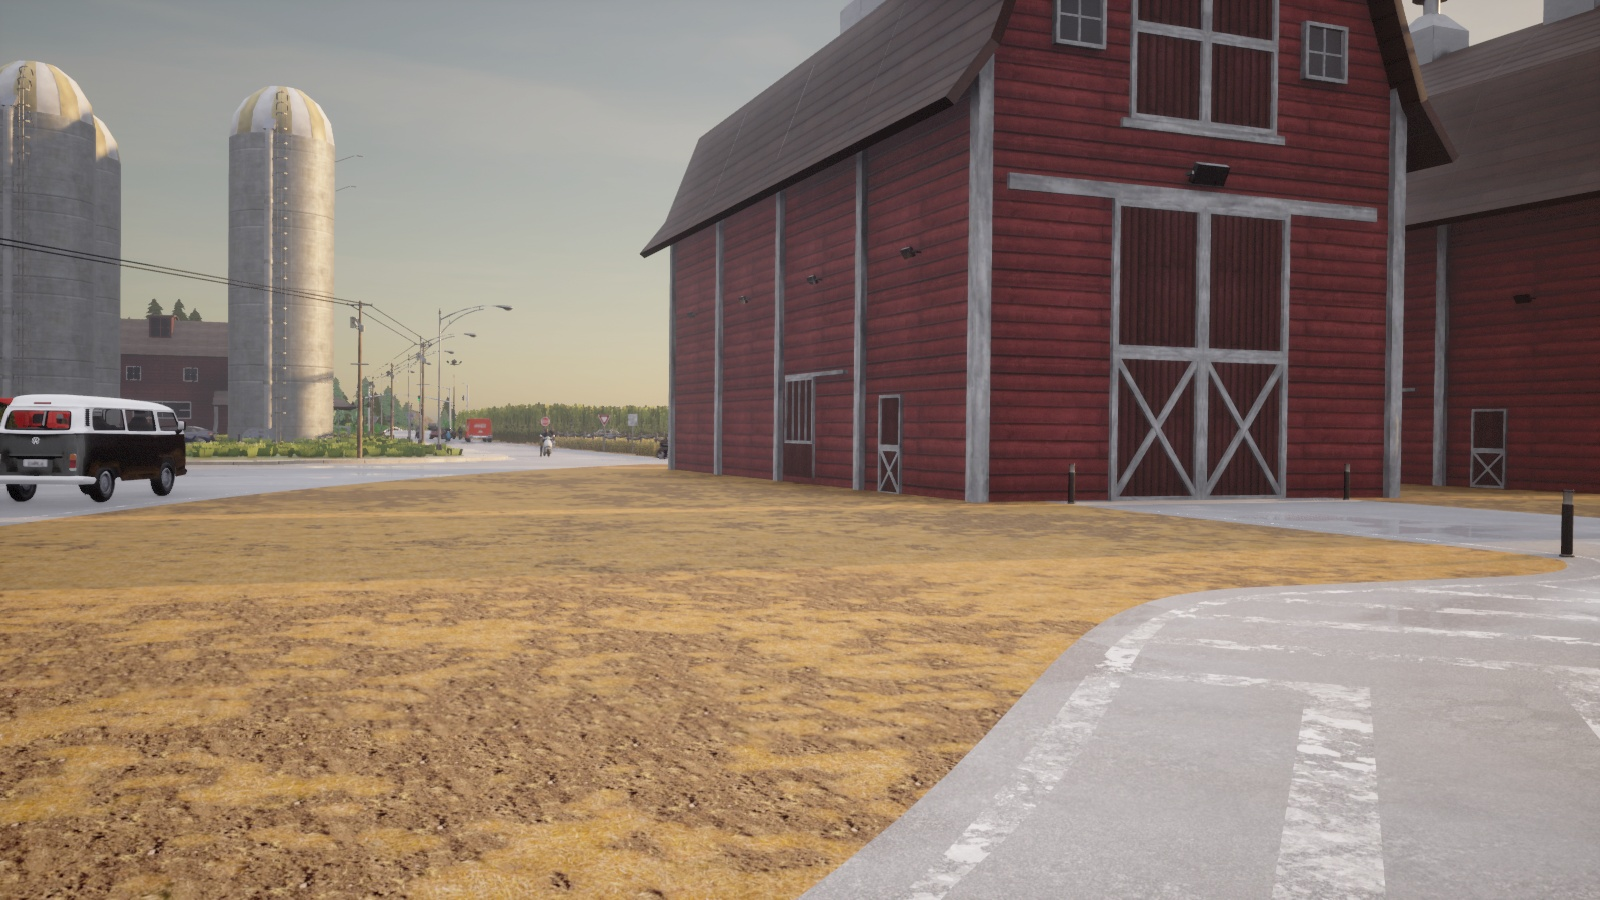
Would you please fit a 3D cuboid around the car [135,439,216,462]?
[{"bbox_3d":[-42.841,-0.003,86.305,4.792,1.488,2.163,-1,1,-22],"label":"car"}]

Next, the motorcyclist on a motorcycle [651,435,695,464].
[{"bbox_3d":[-6.628,-0.029,65.700,2.191,1.530,0.866,0,0,28],"label":"motorcyclist on a motorcycle"}]

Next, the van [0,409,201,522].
[{"bbox_3d":[-14.063,0.253,25.155,2.069,2.038,4.480,-1,1,-2],"label":"van"}]

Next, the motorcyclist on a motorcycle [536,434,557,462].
[{"bbox_3d":[-14.397,-0.113,71.284,0.866,1.590,1.817,-1,1,-21],"label":"motorcyclist on a motorcycle"}]

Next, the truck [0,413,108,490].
[{"bbox_3d":[-26.386,0.065,41.924,5.204,2.467,2.627,-2,1,-14],"label":"truck"}]
